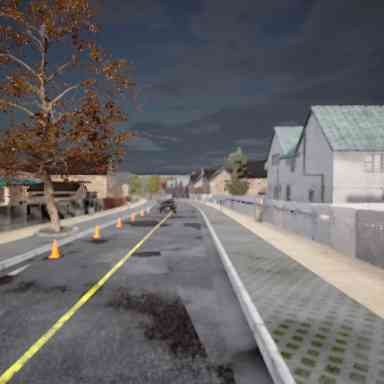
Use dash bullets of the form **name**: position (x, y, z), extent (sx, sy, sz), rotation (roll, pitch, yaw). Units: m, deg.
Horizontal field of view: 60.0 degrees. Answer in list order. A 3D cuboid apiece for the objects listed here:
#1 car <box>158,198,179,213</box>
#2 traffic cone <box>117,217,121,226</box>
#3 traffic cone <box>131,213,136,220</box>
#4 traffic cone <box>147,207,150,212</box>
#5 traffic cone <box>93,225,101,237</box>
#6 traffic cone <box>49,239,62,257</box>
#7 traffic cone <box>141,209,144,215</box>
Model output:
- **car**: position (-2.516, 1.474, 35.776), extent (1.837, 1.490, 4.892), rotation (0, 0, -1)
- **traffic cone**: position (-4.699, 1.917, 21.459), extent (0.340, 0.580, 0.340), rotation (0, 0, 0)
- **traffic cone**: position (-4.693, 1.918, 26.466), extent (0.340, 0.580, 0.340), rotation (0, 0, 0)
- **traffic cone**: position (-4.755, 1.926, 36.436), extent (0.340, 0.580, 0.340), rotation (0, 0, -1)
- **traffic cone**: position (-4.705, 1.921, 16.452), extent (0.340, 0.580, 0.340), rotation (0, 0, 0)
- **traffic cone**: position (-4.711, 1.928, 11.444), extent (0.340, 0.580, 0.340), rotation (0, 0, 0)
- **traffic cone**: position (-4.697, 1.921, 31.457), extent (0.340, 0.580, 0.340), rotation (0, 0, 0)
